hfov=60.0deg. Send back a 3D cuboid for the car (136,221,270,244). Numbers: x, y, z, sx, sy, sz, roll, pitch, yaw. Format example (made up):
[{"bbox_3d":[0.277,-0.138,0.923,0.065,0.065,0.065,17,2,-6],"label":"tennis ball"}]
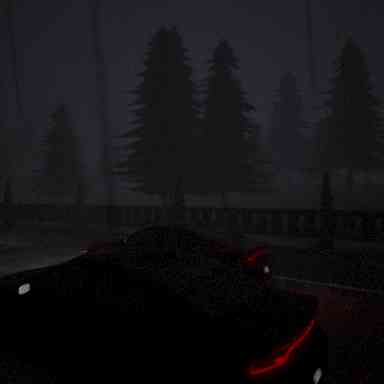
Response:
[{"bbox_3d":[-0.525,1.466,8.269,5.008,1.535,1.882,0,0,33],"label":"car"}]

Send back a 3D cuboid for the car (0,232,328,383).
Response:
[{"bbox_3d":[-0.930,1.473,4.366,5.008,1.535,1.882,0,0,34],"label":"car"}]
